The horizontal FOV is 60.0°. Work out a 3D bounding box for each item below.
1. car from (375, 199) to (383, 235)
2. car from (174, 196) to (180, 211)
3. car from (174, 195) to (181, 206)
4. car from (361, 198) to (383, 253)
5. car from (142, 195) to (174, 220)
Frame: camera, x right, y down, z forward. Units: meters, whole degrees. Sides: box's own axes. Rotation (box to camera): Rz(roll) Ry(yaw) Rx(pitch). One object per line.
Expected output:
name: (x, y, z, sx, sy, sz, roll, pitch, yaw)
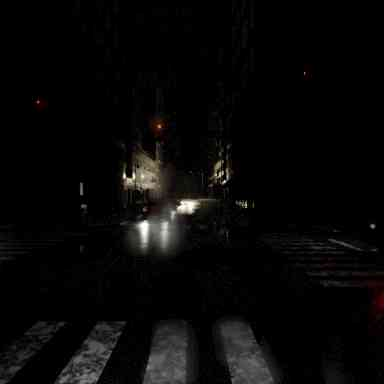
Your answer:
car: (12.339, 1.282, 16.815, 5.009, 1.841, 2.192, 0, 0, 0)
car: (-2.871, 1.549, 39.711, 1.994, 1.385, 4.181, 0, 0, 0)
car: (-2.861, 1.326, 51.892, 2.097, 1.767, 4.553, 0, 0, 0)
car: (8.619, 1.219, 10.973, 5.566, 2.045, 2.150, 0, 1, 0)
car: (-2.866, 1.344, 27.652, 2.097, 1.767, 4.553, 0, 0, 0)
